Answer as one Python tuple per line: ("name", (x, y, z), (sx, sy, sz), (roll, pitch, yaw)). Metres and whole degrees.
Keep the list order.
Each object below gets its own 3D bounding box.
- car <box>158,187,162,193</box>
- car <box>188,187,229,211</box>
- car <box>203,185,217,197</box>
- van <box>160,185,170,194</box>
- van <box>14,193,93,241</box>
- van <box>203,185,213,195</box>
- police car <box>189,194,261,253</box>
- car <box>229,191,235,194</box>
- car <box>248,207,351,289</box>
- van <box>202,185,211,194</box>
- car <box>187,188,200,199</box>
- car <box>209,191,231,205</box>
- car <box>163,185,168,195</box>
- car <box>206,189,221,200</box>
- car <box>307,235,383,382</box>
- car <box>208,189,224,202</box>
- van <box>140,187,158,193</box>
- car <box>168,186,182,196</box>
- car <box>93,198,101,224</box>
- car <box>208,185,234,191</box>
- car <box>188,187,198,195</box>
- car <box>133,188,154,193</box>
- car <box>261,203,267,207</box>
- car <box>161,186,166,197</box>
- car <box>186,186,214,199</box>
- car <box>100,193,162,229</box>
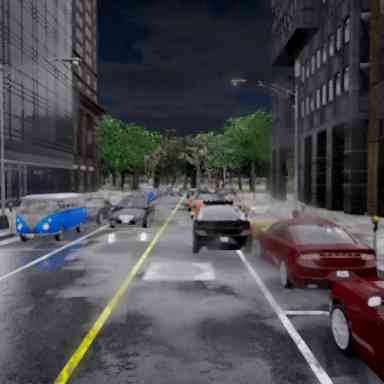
("car", (-5.589, 0.289, 46.287), (1.752, 1.417, 4.829), (0, 2, 0))
("car", (0.983, 0.760, 22.047), (2.097, 1.767, 4.553), (0, 2, 0))
("car", (2.977, -0.204, 57.290), (2.192, 1.841, 5.009), (0, 1, 0))
("van", (-5.507, -0.468, 68.194), (1.690, 1.788, 3.998), (0, 1, 0))
("van", (-5.711, 0.964, 13.838), (1.690, 1.788, 3.998), (0, 2, 0))
("van", (2.997, -0.320, 62.727), (1.690, 1.788, 3.998), (0, 1, 0))
("police car", (0.946, 1.097, 12.193), (1.930, 1.638, 5.238), (0, 2, 0))
("car", (2.856, 0.860, 24.852), (1.752, 1.417, 4.829), (0, 2, 0))
("car", (2.794, 1.319, 8.376), (1.887, 1.381, 4.507), (0, 2, 0))
("van", (3.018, -0.462, 68.162), (1.690, 1.788, 3.998), (0, 1, 0))
("car", (0.195, 0.192, 49.273), (1.837, 1.490, 4.892), (0, 1, 0))
("car", (2.896, 0.603, 35.554), (2.008, 1.369, 4.403), (0, 2, 0))
("car", (-5.549, 0.004, 57.158), (1.752, 1.417, 4.829), (0, 1, 0))
("car", (2.936, 0.310, 46.425), (1.887, 1.381, 4.507), (0, 2, 0))
("car", (2.774, 1.464, 2.940), (1.887, 1.381, 4.507), (0, 2, 0))
("car", (2.917, 0.429, 41.159), (1.752, 1.417, 4.829), (0, 2, 0))
("van", (-5.609, 0.243, 41.016), (1.690, 1.788, 3.998), (0, 2, 0))
("car", (-2.823, -0.030, 58.602), (1.812, 1.442, 4.674), (0, 2, 1))
("car", (-5.691, 1.029, 19.279), (2.008, 1.369, 4.403), (0, 2, 0))
("car", (2.875, 0.511, 30.112), (2.192, 1.841, 5.009), (0, 2, 0))
("car", (0.238, -0.173, 63.293), (1.837, 1.490, 4.892), (0, 1, 0))
("car", (-5.629, 0.612, 35.586), (1.947, 1.339, 4.313), (0, 2, 0))
("car", (2.815, 1.150, 13.981), (1.752, 1.417, 4.829), (0, 2, 0))
("car", (-5.568, 0.183, 51.893), (1.947, 1.339, 4.313), (0, 2, 0))
("car", (0.822, 0.600, 28.074), (2.097, 1.767, 4.553), (0, 2, 2))
("car", (-3.033, 1.012, 17.748), (2.128, 1.511, 4.902), (0, 2, 0))
